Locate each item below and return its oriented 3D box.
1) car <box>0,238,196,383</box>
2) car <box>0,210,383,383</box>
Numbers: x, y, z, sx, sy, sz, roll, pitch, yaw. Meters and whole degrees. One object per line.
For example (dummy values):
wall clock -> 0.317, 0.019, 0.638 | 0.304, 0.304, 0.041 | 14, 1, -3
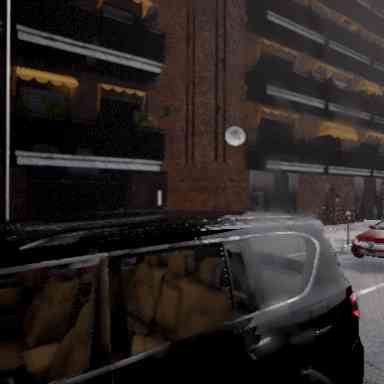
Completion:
car -> -2.175, 1.577, 4.535 | 4.206, 1.307, 1.802 | 0, 1, -35
car -> -1.024, 1.219, 2.340 | 5.566, 2.045, 2.150 | 0, 0, -35
